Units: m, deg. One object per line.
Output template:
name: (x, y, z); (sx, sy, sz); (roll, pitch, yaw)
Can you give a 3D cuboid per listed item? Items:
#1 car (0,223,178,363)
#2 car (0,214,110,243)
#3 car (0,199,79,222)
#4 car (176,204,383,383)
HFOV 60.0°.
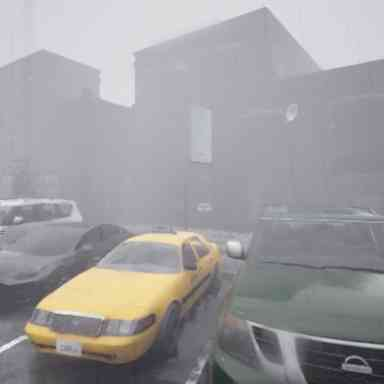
car: (-0.685, 1.480, 6.395); (1.946, 1.575, 5.366); (1, -1, 16)
car: (-3.087, 1.517, 8.294); (2.163, 1.488, 4.792); (1, -1, 16)
car: (-5.524, 1.238, 10.046); (2.435, 2.045, 5.566); (1, -1, 16)
car: (1.815, 1.234, 4.807); (2.435, 2.045, 5.566); (1, -1, 15)
